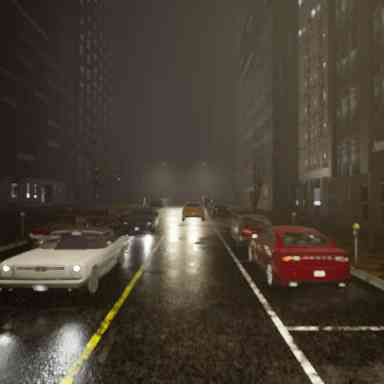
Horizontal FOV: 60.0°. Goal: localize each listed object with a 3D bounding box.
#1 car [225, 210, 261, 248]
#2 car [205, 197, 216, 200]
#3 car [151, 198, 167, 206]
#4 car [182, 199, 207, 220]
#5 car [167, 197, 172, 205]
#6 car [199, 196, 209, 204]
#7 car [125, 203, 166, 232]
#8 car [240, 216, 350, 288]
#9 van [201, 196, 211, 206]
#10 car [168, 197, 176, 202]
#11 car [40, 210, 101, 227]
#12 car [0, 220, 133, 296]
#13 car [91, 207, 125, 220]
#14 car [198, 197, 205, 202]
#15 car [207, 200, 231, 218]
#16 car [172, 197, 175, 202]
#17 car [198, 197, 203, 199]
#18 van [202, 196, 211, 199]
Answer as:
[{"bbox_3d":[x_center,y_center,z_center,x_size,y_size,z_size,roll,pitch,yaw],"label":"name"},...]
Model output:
[{"bbox_3d":[2.699,1.673,14.902,1.802,1.307,4.206,0,0,0],"label":"car"},{"bbox_3d":[2.702,1.662,37.469,1.967,1.590,4.097,1,0,0],"label":"car"},{"bbox_3d":[-5.676,1.759,54.365,1.967,1.590,4.097,1,0,0],"label":"car"},{"bbox_3d":[0.103,1.655,29.836,1.882,1.535,5.008,0,0,0],"label":"car"},{"bbox_3d":[-5.677,1.932,65.650,2.008,1.369,4.403,1,0,0],"label":"car"},{"bbox_3d":[2.707,1.759,76.959,2.192,1.841,5.009,1,0,0],"label":"car"},{"bbox_3d":[-3.069,1.675,21.205,2.033,1.411,5.357,0,0,0],"label":"car"},{"bbox_3d":[2.699,1.602,9.261,1.887,1.381,4.507,0,0,0],"label":"car"},{"bbox_3d":[2.706,1.723,65.676,1.690,1.788,3.998,1,0,0],"label":"van"},{"bbox_3d":[-5.674,2.086,93.863,2.008,1.369,4.403,1,0,0],"label":"car"},{"bbox_3d":[-5.682,1.672,14.864,1.802,1.307,4.206,1,0,0],"label":"car"},{"bbox_3d":[-3.063,1.656,8.935,1.895,1.301,4.718,0,0,0],"label":"car"},{"bbox_3d":[-5.680,1.668,20.507,1.887,1.381,4.507,1,0,0],"label":"car"},{"bbox_3d":[2.707,2.062,94.051,1.752,1.417,4.829,1,0,0],"label":"car"},{"bbox_3d":[2.700,1.734,31.827,1.887,1.381,4.507,1,0,0],"label":"car"},{"bbox_3d":[-5.676,1.994,76.935,2.008,1.369,4.403,1,0,0],"label":"car"},{"bbox_3d":[0.104,1.835,46.049,1.994,1.385,4.181,0,0,0],"label":"car"},{"bbox_3d":[2.704,1.628,48.751,1.690,1.788,3.998,1,0,0],"label":"van"}]
